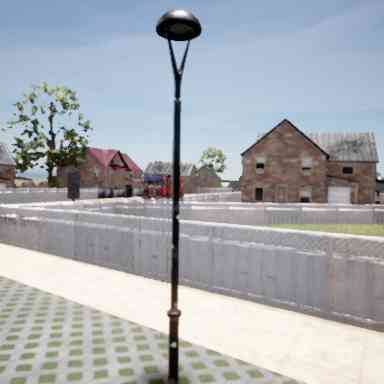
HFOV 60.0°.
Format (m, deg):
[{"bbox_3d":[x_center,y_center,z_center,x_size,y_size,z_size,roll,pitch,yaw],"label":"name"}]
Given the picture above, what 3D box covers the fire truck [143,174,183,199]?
[{"bbox_3d":[-4.043,-0.603,48.942,2.891,3.827,8.468,3,2,19],"label":"fire truck"}]
